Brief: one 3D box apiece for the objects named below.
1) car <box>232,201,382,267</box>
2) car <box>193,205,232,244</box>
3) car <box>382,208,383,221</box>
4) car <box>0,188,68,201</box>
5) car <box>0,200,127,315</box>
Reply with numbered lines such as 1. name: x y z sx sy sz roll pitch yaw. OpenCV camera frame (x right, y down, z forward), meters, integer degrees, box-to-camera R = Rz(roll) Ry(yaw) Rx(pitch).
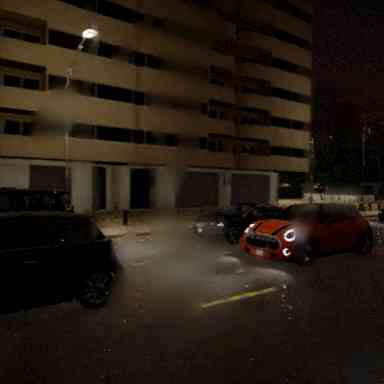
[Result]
1. car: 3.799 1.155 10.770 4.553 1.767 2.097 0 2 -34
2. car: 2.347 1.196 14.019 4.902 1.511 2.128 0 2 -34
3. car: 14.248 1.235 22.061 4.674 1.442 1.812 0 2 -34
4. car: -5.809 0.923 8.484 5.566 2.045 2.150 0 2 -34
5. car: -3.552 1.151 5.791 4.553 1.767 2.097 0 2 -34
